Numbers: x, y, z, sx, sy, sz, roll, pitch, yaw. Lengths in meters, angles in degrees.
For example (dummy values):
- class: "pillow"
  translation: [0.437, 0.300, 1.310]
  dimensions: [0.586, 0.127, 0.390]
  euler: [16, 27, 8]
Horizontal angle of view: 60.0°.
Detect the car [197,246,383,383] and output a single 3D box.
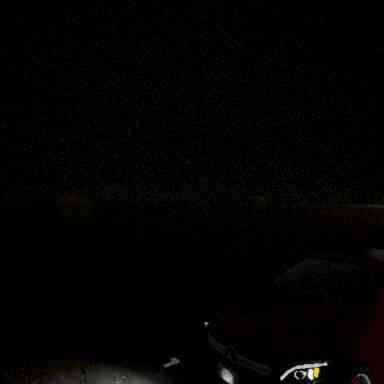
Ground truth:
- class: "car"
  translation: [2.249, 1.570, 4.668]
  dimensions: [4.674, 1.442, 1.812]
  euler: [0, 0, -36]
